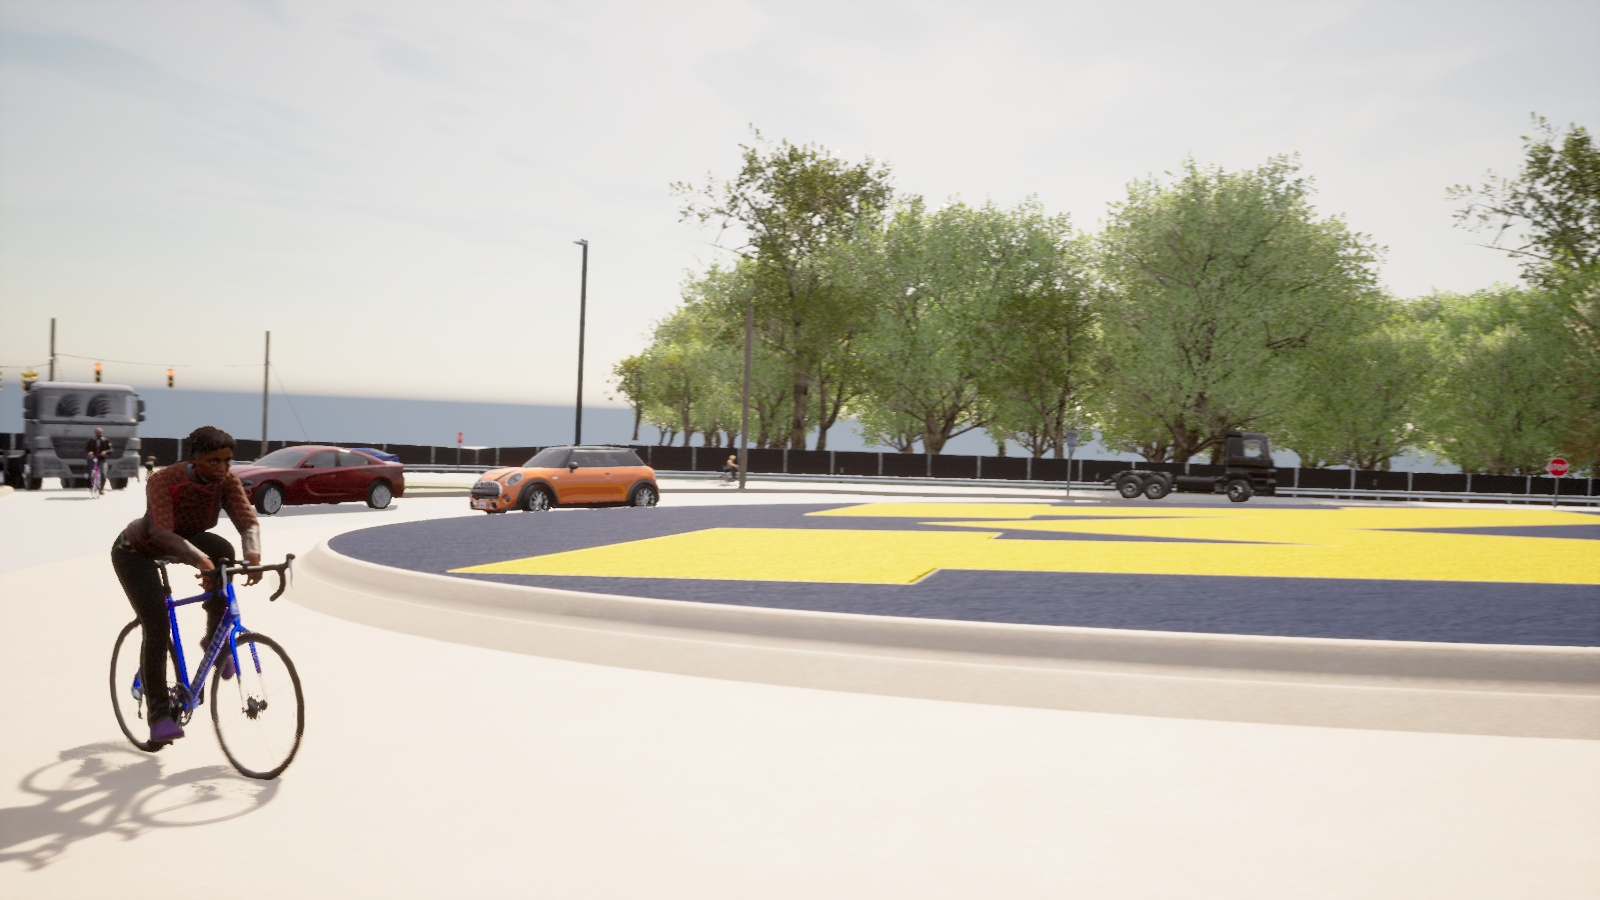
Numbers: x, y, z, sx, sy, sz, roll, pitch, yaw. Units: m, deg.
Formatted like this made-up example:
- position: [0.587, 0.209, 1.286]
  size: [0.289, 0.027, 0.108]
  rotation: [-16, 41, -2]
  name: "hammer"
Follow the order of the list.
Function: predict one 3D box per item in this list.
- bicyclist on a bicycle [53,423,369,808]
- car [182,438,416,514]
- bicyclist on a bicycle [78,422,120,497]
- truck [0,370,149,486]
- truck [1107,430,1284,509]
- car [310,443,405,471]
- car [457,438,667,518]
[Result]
- position: [-2.829, 0.692, 5.976]
  size: [1.656, 1.620, 0.582]
  rotation: [0, 1, 34]
  name: "bicyclist on a bicycle"
- position: [-11.726, 0.564, 29.781]
  size: [1.882, 1.535, 5.008]
  rotation: [4, 2, 31]
  name: "car"
- position: [-17.275, 0.215, 30.983]
  size: [0.659, 1.776, 1.843]
  rotation: [2, 0, -22]
  name: "bicyclist on a bicycle"
- position: [-24.162, -0.601, 41.322]
  size: [2.891, 3.462, 7.936]
  rotation: [1, -1, -42]
  name: "truck"
- position: [19.315, 0.897, 61.375]
  size: [7.936, 3.462, 2.891]
  rotation: [2, 1, 21]
  name: "truck"
- position: [-26.280, 0.431, 74.721]
  size: [5.008, 1.535, 1.882]
  rotation: [1, 1, -3]
  name: "car"
- position: [-5.671, 0.665, 30.312]
  size: [4.553, 1.767, 2.097]
  rotation: [1, -1, -43]
  name: "car"
